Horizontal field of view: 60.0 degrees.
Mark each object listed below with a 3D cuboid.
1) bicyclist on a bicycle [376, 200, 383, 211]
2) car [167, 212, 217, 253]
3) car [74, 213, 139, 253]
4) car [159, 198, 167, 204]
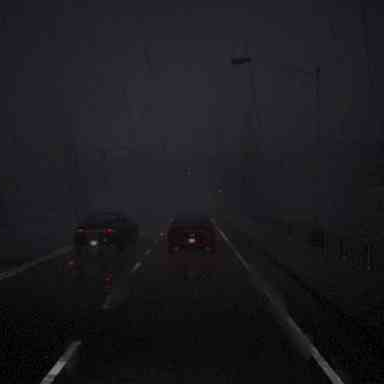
[{"bbox_3d":[18.158,1.601,31.919,0.582,1.620,1.656,0,-1,0],"label":"bicyclist on a bicycle"},{"bbox_3d":[0.003,1.615,14.490,1.882,1.535,5.008,0,0,0],"label":"car"},{"bbox_3d":[-3.499,1.628,14.293,2.128,1.511,4.902,0,0,0],"label":"car"},{"bbox_3d":[-7.485,2.311,86.764,1.837,1.490,4.892,0,-1,0],"label":"car"}]
